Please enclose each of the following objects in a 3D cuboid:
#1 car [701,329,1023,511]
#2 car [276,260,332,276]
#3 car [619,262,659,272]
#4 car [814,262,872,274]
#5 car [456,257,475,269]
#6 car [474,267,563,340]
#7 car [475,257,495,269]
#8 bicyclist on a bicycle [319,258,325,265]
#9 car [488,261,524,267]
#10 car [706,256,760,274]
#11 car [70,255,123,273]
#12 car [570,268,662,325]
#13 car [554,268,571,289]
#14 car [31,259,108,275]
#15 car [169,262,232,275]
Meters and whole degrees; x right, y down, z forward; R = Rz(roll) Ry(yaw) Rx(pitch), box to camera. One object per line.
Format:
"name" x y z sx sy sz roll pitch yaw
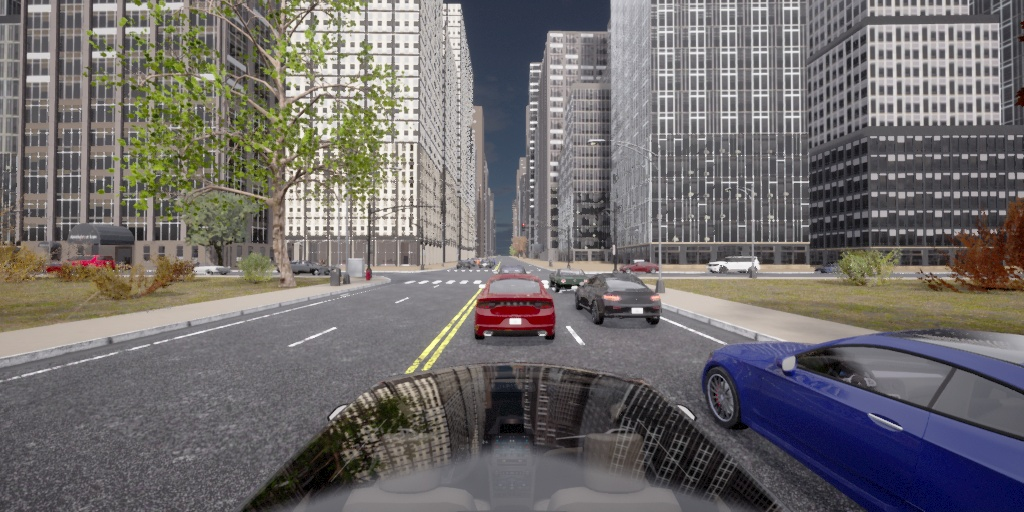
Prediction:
"car" 3.338 1.276 2.654 1.812 1.442 4.674 0 0 0
"car" -19.454 1.146 33.778 4.902 1.511 2.128 0 -1 1
"car" 15.075 1.368 42.398 4.674 1.442 1.812 0 -1 2
"car" 38.597 1.417 41.873 5.357 1.411 2.033 0 -1 1
"car" -7.408 1.295 55.751 1.994 1.385 4.181 0 0 -1
"car" 0.058 1.229 10.032 1.882 1.535 5.008 0 0 0
"car" -4.182 1.222 57.185 2.128 1.511 4.902 0 0 0
"bicyclist on a bicycle" -25.404 1.149 48.039 0.582 1.620 1.656 0 -1 1
"car" 0.005 1.243 19.536 2.128 1.511 4.902 0 0 0
"car" 25.992 1.078 42.160 5.566 2.045 2.150 0 -1 1
"car" -48.876 0.929 41.154 5.566 2.045 2.150 0 -1 2
"car" 3.294 1.277 11.756 1.812 1.442 4.674 0 0 0
"car" 3.250 1.352 20.914 1.895 1.301 4.718 0 0 0
"car" -42.327 1.222 34.354 4.718 1.301 1.895 0 -1 2
"car" -29.528 1.241 34.026 4.718 1.301 1.895 0 -1 1
